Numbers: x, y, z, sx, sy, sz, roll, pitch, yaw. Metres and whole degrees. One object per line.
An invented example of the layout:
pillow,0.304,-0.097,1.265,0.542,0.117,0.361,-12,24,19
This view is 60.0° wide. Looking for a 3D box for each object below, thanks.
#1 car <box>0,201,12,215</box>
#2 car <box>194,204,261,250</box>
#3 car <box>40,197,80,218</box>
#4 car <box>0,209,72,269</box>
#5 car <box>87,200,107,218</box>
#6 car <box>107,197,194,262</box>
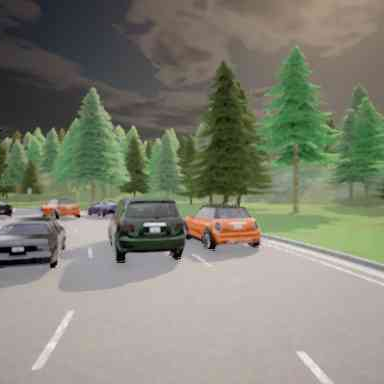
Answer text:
car,-17.857,1.500,29.828,5.008,1.535,1.882,0,0,42
car,1.068,1.306,14.347,2.097,1.767,4.553,0,0,-17
car,-11.543,1.340,28.953,2.097,1.767,4.553,-1,0,-42
car,-5.308,1.548,11.091,2.033,1.411,5.357,0,0,-17
car,-7.901,1.489,30.153,1.812,1.442,4.674,0,0,-40
car,-1.841,1.198,12.320,2.150,2.045,5.566,0,0,-16
